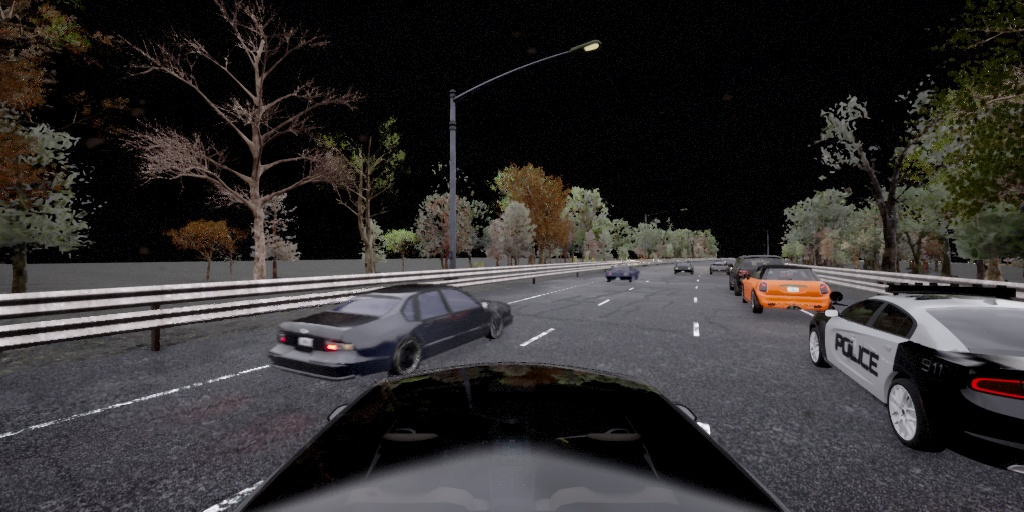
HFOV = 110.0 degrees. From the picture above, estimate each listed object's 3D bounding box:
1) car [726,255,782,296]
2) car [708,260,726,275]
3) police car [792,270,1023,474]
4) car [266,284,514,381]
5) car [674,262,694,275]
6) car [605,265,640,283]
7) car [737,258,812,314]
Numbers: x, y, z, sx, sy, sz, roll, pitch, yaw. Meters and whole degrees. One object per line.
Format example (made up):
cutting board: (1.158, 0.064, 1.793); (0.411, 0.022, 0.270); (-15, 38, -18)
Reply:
car: (12.774, 0.978, 18.758); (2.150, 2.045, 5.566); (0, 0, 28)
car: (22.687, 1.261, 39.199); (2.128, 1.511, 4.902); (0, 0, 30)
police car: (5.640, 1.175, 4.751); (1.930, 1.638, 5.238); (0, 0, 26)
car: (-1.889, 1.297, 7.463); (2.033, 1.411, 5.357); (0, 0, 26)
car: (19.373, 1.370, 40.275); (1.895, 1.301, 4.718); (0, 0, 29)
car: (8.794, 1.358, 28.194); (1.895, 1.301, 4.718); (0, 0, 28)
car: (10.025, 1.102, 13.443); (2.097, 1.767, 4.553); (0, 0, 27)
